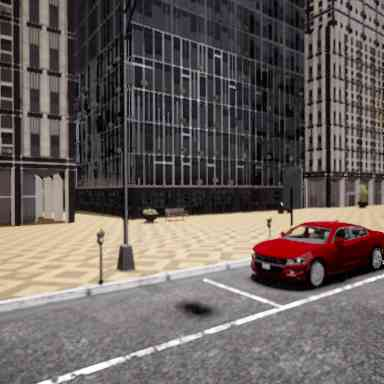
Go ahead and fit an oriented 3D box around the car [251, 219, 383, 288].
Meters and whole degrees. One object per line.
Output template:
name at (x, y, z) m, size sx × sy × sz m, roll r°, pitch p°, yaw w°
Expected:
car at (3.566, 1.483, 9.101) m, size 4.507 × 1.381 × 1.887 m, roll -1°, pitch 0°, yaw -35°
